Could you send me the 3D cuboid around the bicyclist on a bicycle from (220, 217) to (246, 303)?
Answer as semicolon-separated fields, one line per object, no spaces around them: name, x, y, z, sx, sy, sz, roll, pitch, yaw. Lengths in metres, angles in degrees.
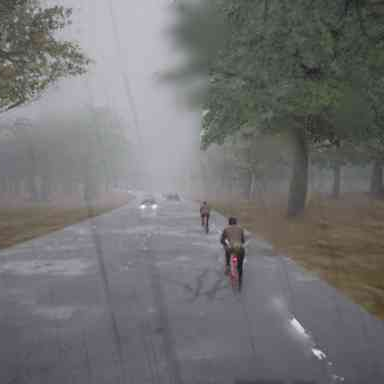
bicyclist on a bicycle;0.877;1.368;7.037;0.582;1.620;1.656;0;0;-1

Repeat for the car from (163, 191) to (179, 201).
car;-3.370;0.601;57.281;2.097;1.767;4.553;0;1;-7

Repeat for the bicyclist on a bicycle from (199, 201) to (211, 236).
bicyclist on a bicycle;0.645;1.257;16.088;0.582;1.620;1.656;0;1;-2

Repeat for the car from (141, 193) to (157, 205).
car;-5.719;0.952;44.497;1.837;1.490;4.892;0;0;-5
